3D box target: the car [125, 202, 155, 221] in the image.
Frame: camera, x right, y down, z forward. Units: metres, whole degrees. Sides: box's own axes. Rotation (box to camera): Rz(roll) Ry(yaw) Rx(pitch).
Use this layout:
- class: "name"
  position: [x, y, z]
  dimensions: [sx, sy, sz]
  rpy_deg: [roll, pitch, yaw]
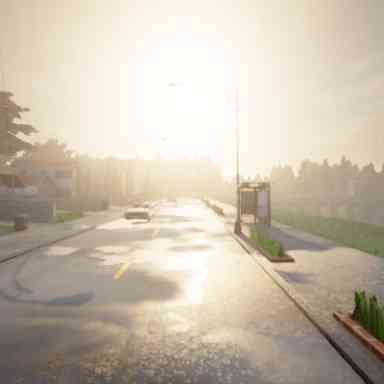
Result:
- class: "car"
  position: [-4.096, 1.535, 27.085]
  dimensions: [2.033, 1.411, 5.357]
  rpy_deg: [0, 0, 0]

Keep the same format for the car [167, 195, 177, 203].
- class: "car"
  position: [-3.994, 1.472, 67.898]
  dimensions: [2.128, 1.511, 4.902]
  rpy_deg: [0, 0, 0]
